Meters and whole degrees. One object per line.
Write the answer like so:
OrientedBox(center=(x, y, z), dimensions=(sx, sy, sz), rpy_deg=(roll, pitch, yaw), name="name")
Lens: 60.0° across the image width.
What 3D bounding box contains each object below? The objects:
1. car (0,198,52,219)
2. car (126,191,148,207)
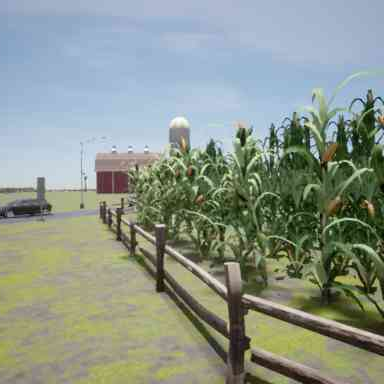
OrientedBox(center=(-13.619, 1.256, 26.538), dimensions=(1.837, 1.490, 4.892), rpy_deg=(-1, 1, 32), name="car")
OrientedBox(center=(-5.644, 0.701, 40.486), dimensions=(2.150, 2.045, 5.566), rpy_deg=(-1, 0, 27), name="car")
